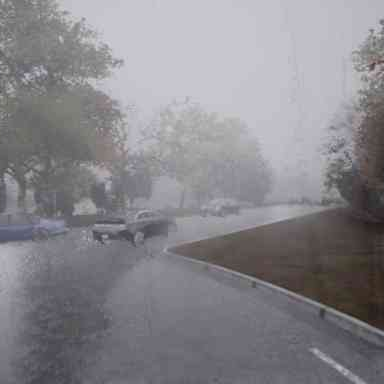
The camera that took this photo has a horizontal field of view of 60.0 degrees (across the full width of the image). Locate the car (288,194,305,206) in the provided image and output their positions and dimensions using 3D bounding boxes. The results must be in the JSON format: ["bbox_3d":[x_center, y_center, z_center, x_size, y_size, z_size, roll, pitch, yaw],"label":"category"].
[{"bbox_3d":[15.830,1.117,49.454,2.097,1.767,4.553,-1,0,34],"label":"car"}]

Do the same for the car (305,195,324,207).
[{"bbox_3d":[17.567,1.295,45.607,2.033,1.411,5.357,-1,0,34],"label":"car"}]

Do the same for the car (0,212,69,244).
[{"bbox_3d":[-8.384,1.637,14.839,5.357,1.411,2.033,-1,0,-36],"label":"car"}]

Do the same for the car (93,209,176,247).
[{"bbox_3d":[-2.408,1.508,15.185,2.128,1.511,4.902,-1,0,24],"label":"car"}]

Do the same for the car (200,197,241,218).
[{"bbox_3d":[2.581,1.296,29.524,2.097,1.767,4.553,-1,0,33],"label":"car"}]
